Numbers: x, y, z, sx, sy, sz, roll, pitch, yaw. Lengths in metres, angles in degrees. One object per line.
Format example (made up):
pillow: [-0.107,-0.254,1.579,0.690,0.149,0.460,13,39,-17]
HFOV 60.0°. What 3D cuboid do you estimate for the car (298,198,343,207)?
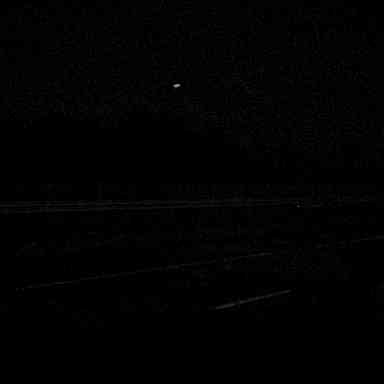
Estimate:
car: [10.685,1.301,27.767,4.553,1.767,2.097,0,0,-33]
